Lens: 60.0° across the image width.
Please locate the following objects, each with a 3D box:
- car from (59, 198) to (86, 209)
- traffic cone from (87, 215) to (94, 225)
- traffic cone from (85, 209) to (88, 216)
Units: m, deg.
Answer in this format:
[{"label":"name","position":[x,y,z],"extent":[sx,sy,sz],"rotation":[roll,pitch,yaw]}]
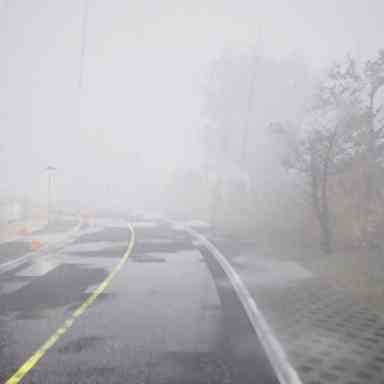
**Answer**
[{"label":"car","position":[-16.041,1.524,44.685],"extent":[1.895,1.301,4.718],"rotation":[0,1,-43]},{"label":"traffic cone","position":[-7.053,2.057,23.515],"extent":[0.340,0.580,0.340],"rotation":[0,0,16]},{"label":"traffic cone","position":[-10.312,2.004,32.557],"extent":[0.340,0.580,0.340],"rotation":[0,0,-25]}]
